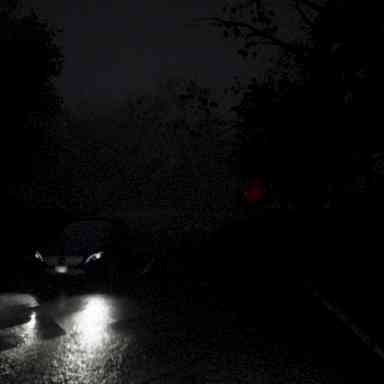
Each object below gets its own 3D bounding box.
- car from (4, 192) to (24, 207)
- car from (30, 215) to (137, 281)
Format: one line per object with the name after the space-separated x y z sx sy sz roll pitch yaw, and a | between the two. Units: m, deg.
-20.010 0.665 34.226 5.008 1.535 1.882 1 0 1 | car
-2.832 1.440 9.723 1.812 1.442 4.674 0 0 2 | car
